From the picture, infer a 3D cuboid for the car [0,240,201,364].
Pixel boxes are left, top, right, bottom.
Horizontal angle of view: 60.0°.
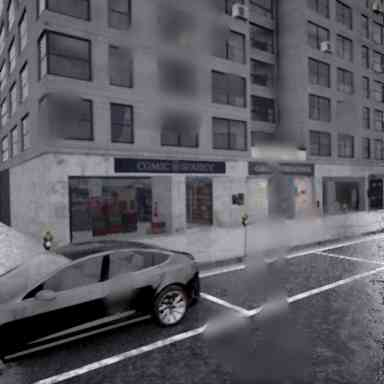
[{"bbox_3d":[-1.830,1.528,5.240,4.313,1.339,1.947,-2,1,-36],"label":"car"}]
